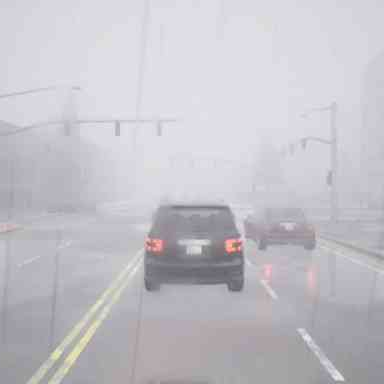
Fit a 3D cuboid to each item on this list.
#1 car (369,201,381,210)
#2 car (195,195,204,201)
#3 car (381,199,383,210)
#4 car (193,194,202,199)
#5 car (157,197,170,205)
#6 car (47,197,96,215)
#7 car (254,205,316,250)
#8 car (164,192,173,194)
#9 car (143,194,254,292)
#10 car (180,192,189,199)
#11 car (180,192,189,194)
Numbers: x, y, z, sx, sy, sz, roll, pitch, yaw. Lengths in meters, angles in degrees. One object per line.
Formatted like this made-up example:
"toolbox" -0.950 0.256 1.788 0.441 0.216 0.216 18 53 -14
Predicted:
"car" 22.712 1.257 37.840 4.553 1.767 2.097 0 0 -2
"car" 1.679 1.344 80.575 1.994 1.385 4.181 0 0 -1
"car" 18.603 1.436 27.101 4.892 1.490 1.837 0 0 -1
"car" 1.436 1.212 90.550 2.128 1.511 4.902 0 0 -1
"car" -4.800 1.459 56.226 1.895 1.301 4.718 0 0 -1
"car" -11.760 1.270 32.388 4.553 1.767 2.097 0 0 11
"car" 3.531 1.316 14.213 2.097 1.767 4.553 0 0 0
"car" -5.126 1.043 72.487 2.150 2.045 5.566 0 0 -1
"car" 0.051 1.198 9.033 2.150 2.045 5.566 0 0 0
"car" -2.063 0.912 90.496 2.150 2.045 5.566 0 0 -1
"car" -1.814 1.294 80.268 1.837 1.490 4.892 0 0 -1
